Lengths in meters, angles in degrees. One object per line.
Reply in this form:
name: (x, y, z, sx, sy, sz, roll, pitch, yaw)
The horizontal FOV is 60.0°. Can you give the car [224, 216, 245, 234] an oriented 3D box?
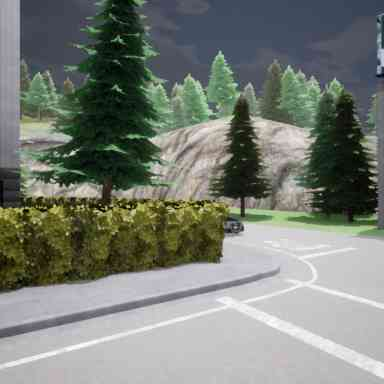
car: (1.029, 1.740, 19.526, 1.994, 1.385, 4.181, 0, 0, -43)
